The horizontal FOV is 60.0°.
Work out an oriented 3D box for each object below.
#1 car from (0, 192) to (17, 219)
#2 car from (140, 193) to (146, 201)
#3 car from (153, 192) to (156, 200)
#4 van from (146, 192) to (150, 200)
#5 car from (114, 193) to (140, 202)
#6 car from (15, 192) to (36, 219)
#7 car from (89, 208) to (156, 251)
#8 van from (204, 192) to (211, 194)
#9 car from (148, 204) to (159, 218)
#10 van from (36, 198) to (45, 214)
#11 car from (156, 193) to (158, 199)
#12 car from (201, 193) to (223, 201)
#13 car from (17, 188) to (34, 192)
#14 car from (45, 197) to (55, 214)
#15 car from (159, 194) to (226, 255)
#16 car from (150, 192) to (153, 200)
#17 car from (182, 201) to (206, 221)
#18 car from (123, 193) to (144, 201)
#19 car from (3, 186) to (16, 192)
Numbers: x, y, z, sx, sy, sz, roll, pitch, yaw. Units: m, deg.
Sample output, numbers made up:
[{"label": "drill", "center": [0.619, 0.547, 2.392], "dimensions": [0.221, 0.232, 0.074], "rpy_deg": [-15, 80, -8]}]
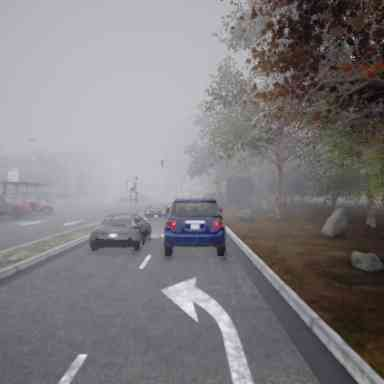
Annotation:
[{"label": "car", "center": [-16.789, 1.273, 25.219], "dimensions": [5.566, 2.045, 2.435], "rpy_deg": [-1, 0, -20]}, {"label": "car", "center": [-13.797, 1.356, 75.067], "dimensions": [5.366, 1.575, 1.946], "rpy_deg": [-1, 0, -15]}, {"label": "car", "center": [-12.637, 1.408, 87.026], "dimensions": [4.674, 1.452, 2.002], "rpy_deg": [-1, 0, -13]}, {"label": "van", "center": [-13.238, 1.138, 81.059], "dimensions": [4.442, 1.987, 1.878], "rpy_deg": [-1, 0, -14]}, {"label": "car", "center": [-14.442, 1.397, 72.075], "dimensions": [4.792, 1.488, 2.163], "rpy_deg": [-1, 0, -15]}, {"label": "car", "center": [-16.716, 1.280, 28.255], "dimensions": [5.566, 2.045, 2.435], "rpy_deg": [-1, 0, -20]}, {"label": "car", "center": [-2.895, 1.572, 14.227], "dimensions": [1.994, 1.385, 4.181], "rpy_deg": [0, 0, 0]}, {"label": "van", "center": [4.286, 1.083, 74.670], "dimensions": [4.442, 1.987, 1.878], "rpy_deg": [1, 0, -14]}, {"label": "car", "center": [-2.834, 1.640, 28.424], "dimensions": [1.895, 1.301, 4.718], "rpy_deg": [0, 0, 1]}, {"label": "van", "center": [-16.600, 1.311, 31.291], "dimensions": [4.442, 1.987, 1.878], "rpy_deg": [-1, 0, -19]}, {"label": "car", "center": [-12.266, 1.409, 90.027], "dimensions": [4.674, 1.452, 2.002], "rpy_deg": [-1, 0, -13]}, {"label": "car", "center": [4.669, 1.184, 77.639], "dimensions": [4.553, 1.767, 2.185], "rpy_deg": [1, 0, -14]}, {"label": "car", "center": [-31.163, 0.170, 62.944], "dimensions": [2.002, 1.452, 4.674], "rpy_deg": [6, -3, -19]}, {"label": "car", "center": [-16.625, 1.420, 34.269], "dimensions": [4.553, 1.767, 2.185], "rpy_deg": [-1, 0, -19]}, {"label": "car", "center": [0.103, 1.227, 13.429], "dimensions": [2.150, 2.045, 5.566], "rpy_deg": [0, 0, 0]}, {"label": "car", "center": [-13.010, 1.368, 84.030], "dimensions": [4.892, 1.521, 2.231], "rpy_deg": [-1, 0, -14]}, {"label": "car", "center": [0.174, 1.542, 28.207], "dimensions": [1.837, 1.490, 4.892], "rpy_deg": [0, -1, 0]}, {"label": "car", "center": [-13.704, 1.239, 78.019], "dimensions": [4.553, 1.767, 2.185], "rpy_deg": [-1, 0, -14]}, {"label": "car", "center": [-34.157, -0.392, 63.005], "dimensions": [2.435, 2.045, 5.566], "rpy_deg": [6, -3, -19]}]
